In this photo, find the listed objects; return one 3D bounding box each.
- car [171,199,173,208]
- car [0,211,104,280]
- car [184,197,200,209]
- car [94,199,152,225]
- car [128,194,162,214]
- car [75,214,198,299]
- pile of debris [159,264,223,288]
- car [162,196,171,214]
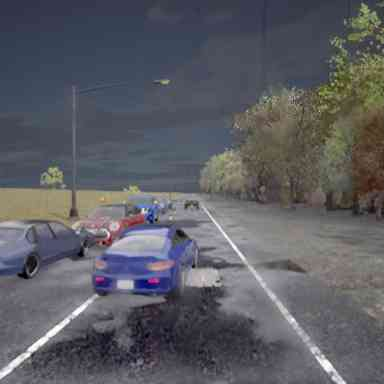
[{"bbox_3d":[-3.675,1.323,44.000,2.097,1.767,4.553,0,0,0],"label":"car"},{"bbox_3d":[-4.814,1.544,10.030,2.033,1.411,5.357,0,0,8],"label":"car"},{"bbox_3d":[-0.032,1.476,43.964,1.837,1.490,4.892,0,0,0],"label":"car"},{"bbox_3d":[-3.502,1.345,14.759,2.097,1.767,4.553,0,0,8],"label":"car"},{"bbox_3d":[-3.649,1.209,23.988,2.150,2.045,5.566,0,0,-1],"label":"car"},{"bbox_3d":[-0.948,1.522,8.388,1.812,1.442,4.674,0,0,7],"label":"car"},{"bbox_3d":[-0.014,2.171,8.728,1.500,0.140,1.860,0,0,0],"label":"pile of debris"},{"bbox_3d":[-3.658,1.333,33.993,2.097,1.767,4.553,0,0,0],"label":"car"}]
